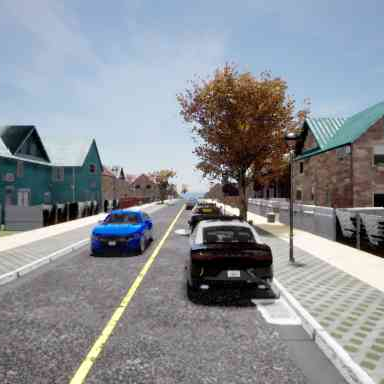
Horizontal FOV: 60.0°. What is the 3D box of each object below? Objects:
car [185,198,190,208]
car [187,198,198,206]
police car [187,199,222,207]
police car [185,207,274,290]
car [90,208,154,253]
[{"bbox_3d":[0.097,1.641,45.015,2.033,1.411,5.357,0,0,1],"label":"car"},{"bbox_3d":[0.097,1.756,62.021,1.994,1.385,4.181,0,0,0],"label":"car"},{"bbox_3d":[0.855,1.435,19.213,1.930,1.638,5.238,0,0,0],"label":"police car"},{"bbox_3d":[0.839,1.429,9.213,1.930,1.638,5.238,0,0,0],"label":"police car"},{"bbox_3d":[-2.728,1.484,13.868,1.882,1.535,5.008,0,0,0],"label":"car"}]
